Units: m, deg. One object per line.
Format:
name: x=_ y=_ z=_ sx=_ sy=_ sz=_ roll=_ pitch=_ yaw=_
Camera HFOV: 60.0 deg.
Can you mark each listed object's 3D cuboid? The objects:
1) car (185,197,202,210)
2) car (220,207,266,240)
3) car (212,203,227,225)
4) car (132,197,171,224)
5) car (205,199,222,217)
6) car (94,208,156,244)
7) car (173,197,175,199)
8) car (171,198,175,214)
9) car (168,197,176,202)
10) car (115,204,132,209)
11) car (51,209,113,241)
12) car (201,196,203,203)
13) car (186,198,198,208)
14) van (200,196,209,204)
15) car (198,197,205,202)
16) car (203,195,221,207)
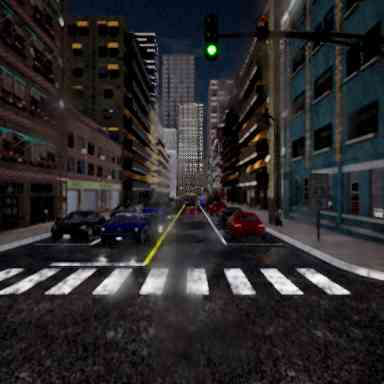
car: x=0.000 y=1.757 z=47.543 sx=2.128 sy=1.511 sz=4.902 roll=0 pitch=0 yaw=0
car: x=2.685 y=1.676 z=17.254 sx=1.802 sy=1.307 sz=4.206 roll=0 pitch=0 yaw=0
car: x=2.685 y=1.690 z=22.778 sx=1.947 sy=1.339 sz=4.313 roll=0 pitch=0 yaw=0
car: x=-3.095 y=1.496 z=26.405 sx=2.097 sy=1.767 sz=4.553 roll=0 pitch=0 yaw=0
car: x=2.685 y=1.731 z=33.825 sx=1.887 sy=1.381 sz=4.507 roll=0 pitch=0 yaw=0
car: x=-3.099 y=1.689 z=16.408 sx=1.895 sy=1.301 sz=4.718 roll=0 pitch=0 yaw=0
car: x=-5.695 y=2.083 z=89.070 sx=1.947 sy=1.339 sz=4.313 roll=0 pitch=0 yaw=0
car: x=-3.088 y=1.728 z=36.615 sx=1.812 sy=1.442 sz=4.674 roll=0 pitch=0 yaw=0
car: x=-5.695 y=2.096 z=94.594 sx=1.887 sy=1.381 sz=4.507 roll=0 pitch=0 yaw=0
car: x=-5.696 y=1.721 z=28.314 sx=1.947 sy=1.339 sz=4.313 roll=0 pitch=0 yaw=0
car: x=-5.696 y=1.659 z=17.267 sx=1.947 sy=1.339 sz=4.313 roll=0 pitch=0 yaw=0
car: x=3.108 y=1.529 z=54.854 sx=2.150 sy=2.045 sz=5.566 roll=0 pitch=0 yaw=0
car: x=0.001 y=1.845 z=56.716 sx=1.812 sy=1.442 sz=4.674 roll=0 pitch=0 yaw=0
van: x=2.683 y=1.756 z=72.490 sx=1.690 sy=1.788 sz=3.998 roll=-1 pitch=0 yaw=0
car: x=2.685 y=2.103 z=94.581 sx=2.008 sy=1.369 sz=4.403 roll=-1 pitch=0 yaw=0
car: x=3.108 y=1.496 z=47.854 sx=2.150 sy=2.045 sz=5.566 roll=0 pitch=0 yaw=0
